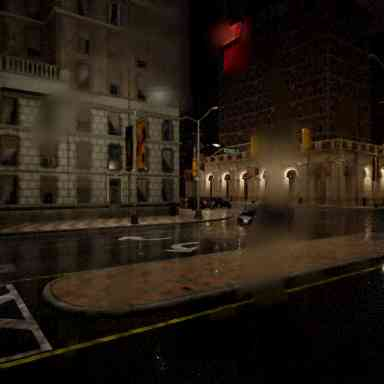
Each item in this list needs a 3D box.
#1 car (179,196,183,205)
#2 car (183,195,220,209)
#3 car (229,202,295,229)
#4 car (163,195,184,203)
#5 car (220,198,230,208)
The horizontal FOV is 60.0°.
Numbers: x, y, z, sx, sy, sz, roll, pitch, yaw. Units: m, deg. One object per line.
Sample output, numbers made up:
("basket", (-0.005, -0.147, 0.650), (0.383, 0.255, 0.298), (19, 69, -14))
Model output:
("car", (-2.504, 1.351, 56.319), (2.097, 1.767, 4.553), (0, 0, -35))
("car", (1.234, 1.352, 44.999), (2.097, 1.767, 4.553), (0, 0, -35))
("car", (4.963, 1.491, 21.831), (2.128, 1.511, 4.902), (1, 0, 44))
("car", (-3.987, 1.513, 70.862), (2.128, 1.511, 4.902), (0, 0, -35))
("car", (3.530, 1.478, 47.803), (1.882, 1.535, 5.008), (0, 0, -36))
